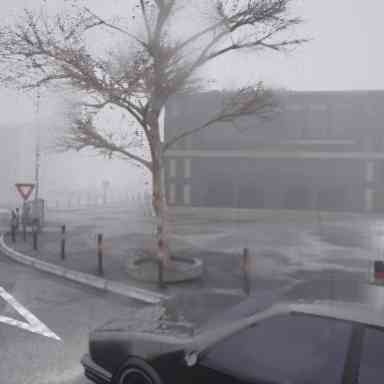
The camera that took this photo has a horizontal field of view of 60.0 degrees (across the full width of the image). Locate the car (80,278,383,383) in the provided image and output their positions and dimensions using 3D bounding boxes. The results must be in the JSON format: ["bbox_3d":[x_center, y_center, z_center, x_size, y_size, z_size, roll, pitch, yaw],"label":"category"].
[{"bbox_3d":[1.359,1.555,2.847,5.357,1.411,2.033,0,0,36],"label":"car"}]

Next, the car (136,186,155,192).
[{"bbox_3d":[-13.185,-0.749,94.421,4.892,1.521,2.231,2,2,18],"label":"car"}]

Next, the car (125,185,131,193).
[{"bbox_3d":[-18.003,-0.405,78.598,5.366,1.575,1.946,2,2,18],"label":"car"}]

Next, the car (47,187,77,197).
[{"bbox_3d":[-23.970,-0.147,60.234,4.553,1.767,2.185,2,2,18],"label":"car"}]

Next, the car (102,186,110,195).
[{"bbox_3d":[-20.680,-0.229,70.771,4.892,1.521,2.231,2,2,18],"label":"car"}]

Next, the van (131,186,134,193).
[{"bbox_3d":[-17.232,-0.689,81.240,4.442,1.987,1.878,2,2,18],"label":"van"}]

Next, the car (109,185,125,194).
[{"bbox_3d":[-19.033,-0.601,76.026,5.566,2.045,2.435,2,2,18],"label":"car"}]

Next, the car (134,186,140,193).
[{"bbox_3d":[-16.522,-0.526,83.912,5.008,1.535,2.097,2,2,18],"label":"car"}]

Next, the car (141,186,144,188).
[{"bbox_3d":[-15.712,-0.710,86.544,4.553,1.767,2.185,2,2,18],"label":"car"}]

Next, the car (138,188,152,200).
[{"bbox_3d":[-5.378,0.660,52.438,4.792,1.488,2.163,2,1,18],"label":"car"}]

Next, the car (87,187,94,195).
[{"bbox_3d":[-22.337,-0.083,65.508,4.674,1.452,2.002,2,2,18],"label":"car"}]

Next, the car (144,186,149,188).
[{"bbox_3d":[-14.881,-0.766,89.172,4.553,1.767,2.185,2,2,18],"label":"car"}]

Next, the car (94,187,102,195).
[{"bbox_3d":[-21.474,-0.300,68.123,4.553,1.767,2.185,2,2,18],"label":"car"}]

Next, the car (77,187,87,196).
[{"bbox_3d":[-23.175,-0.070,62.882,5.008,1.535,2.097,2,2,18],"label":"car"}]
